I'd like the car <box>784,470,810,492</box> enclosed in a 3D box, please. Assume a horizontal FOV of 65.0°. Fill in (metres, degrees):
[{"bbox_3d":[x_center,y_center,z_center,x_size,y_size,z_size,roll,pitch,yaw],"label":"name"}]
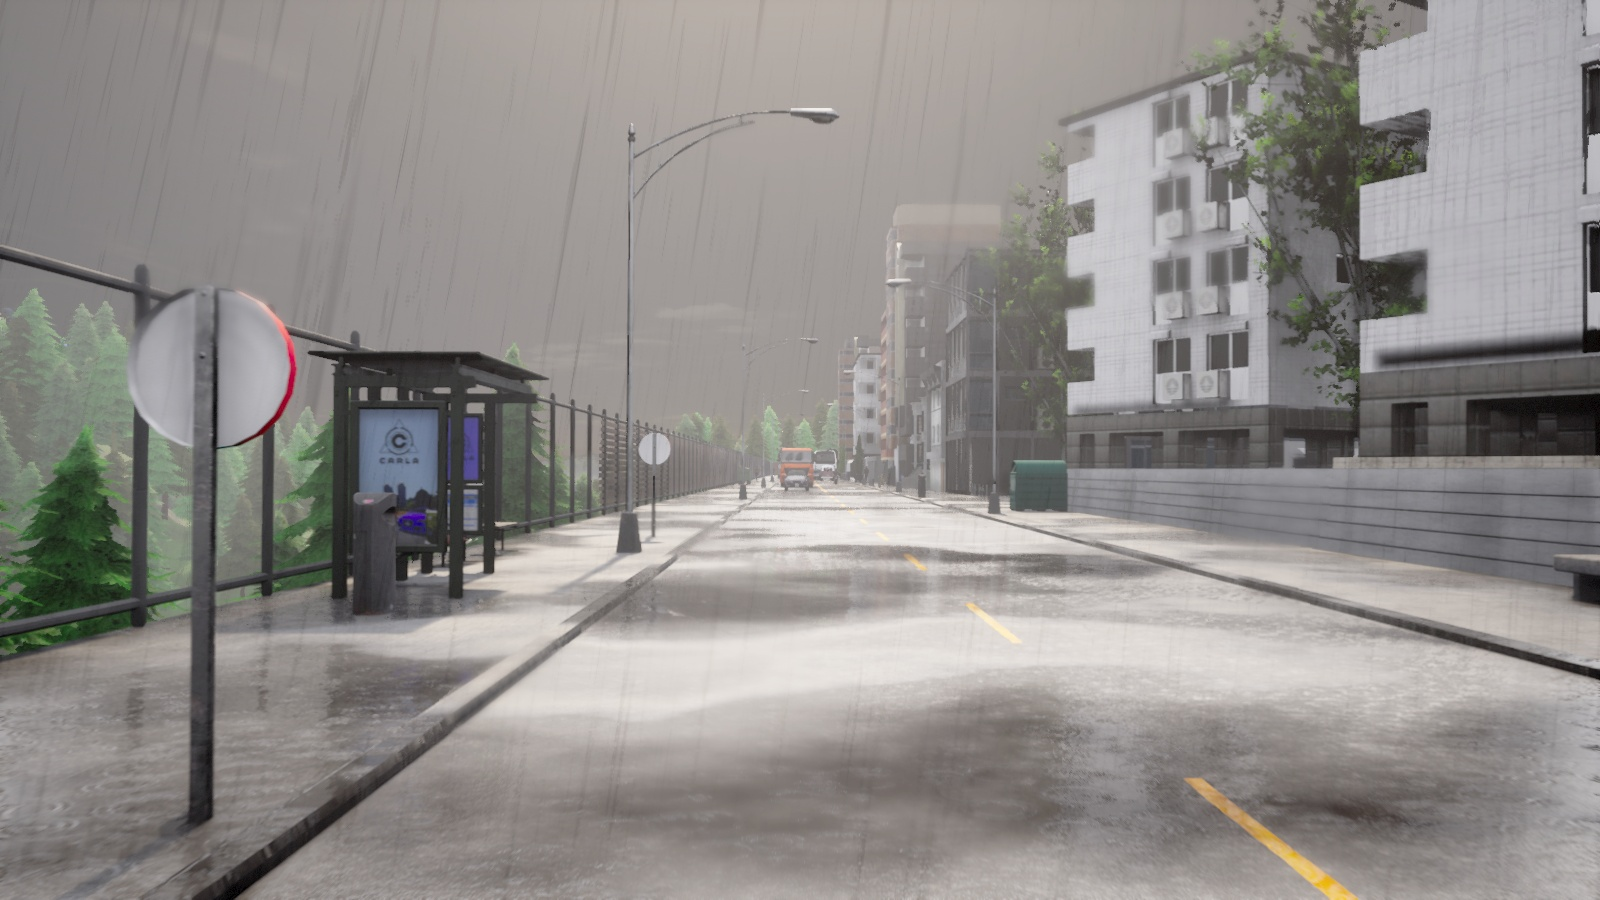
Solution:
[{"bbox_3d":[-0.213,2.184,89.556,1.816,1.474,4.193,0,-1,0],"label":"car"}]
